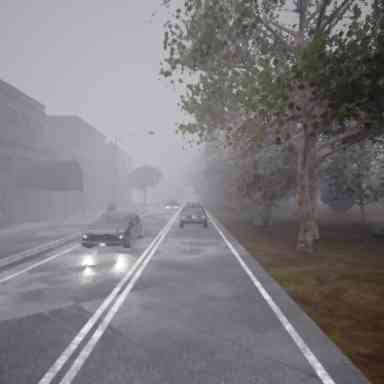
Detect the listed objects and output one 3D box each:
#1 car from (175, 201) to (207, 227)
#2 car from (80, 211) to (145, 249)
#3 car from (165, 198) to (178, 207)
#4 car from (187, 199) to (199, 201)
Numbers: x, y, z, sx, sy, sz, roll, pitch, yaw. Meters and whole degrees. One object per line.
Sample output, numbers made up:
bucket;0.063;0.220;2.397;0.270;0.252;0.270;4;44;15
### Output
car;0.101;1.626;23.188;2.033;1.411;5.357;0;0;0
car;-3.349;1.601;15.122;2.033;1.411;5.357;0;0;0
car;-3.305;1.734;55.875;1.994;1.385;4.181;0;0;0
car;0.103;1.609;41.806;1.882;1.535;5.008;0;0;0
